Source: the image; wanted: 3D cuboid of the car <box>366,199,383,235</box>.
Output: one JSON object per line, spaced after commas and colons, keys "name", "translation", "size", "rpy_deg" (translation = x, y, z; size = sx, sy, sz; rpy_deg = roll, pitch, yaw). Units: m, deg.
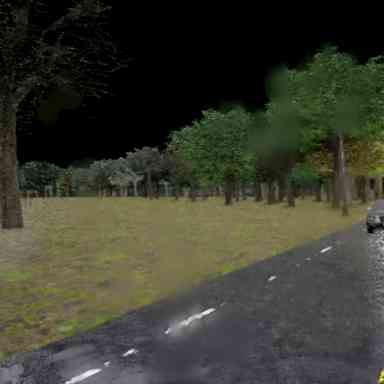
{"name": "car", "translation": [12.313, 1.433, 20.561], "size": [2.150, 2.045, 5.566], "rpy_deg": [-4, -2, 36]}
